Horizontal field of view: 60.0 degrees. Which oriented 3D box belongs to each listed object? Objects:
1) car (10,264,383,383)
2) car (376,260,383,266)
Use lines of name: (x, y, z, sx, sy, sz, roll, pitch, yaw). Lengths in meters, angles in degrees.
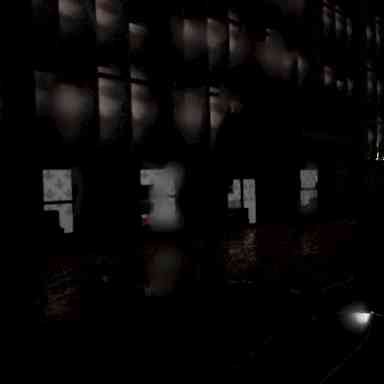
car: (0.041, 1.524, 2.477, 4.313, 1.339, 1.947, -2, 1, -35)
car: (4.670, 1.343, 5.770, 4.507, 1.381, 1.887, -2, 1, -35)
